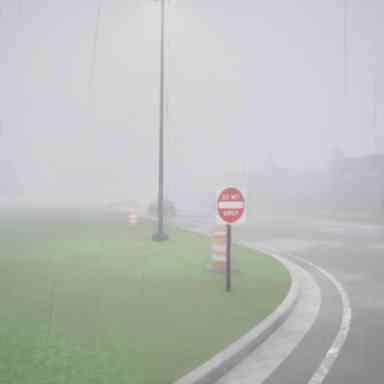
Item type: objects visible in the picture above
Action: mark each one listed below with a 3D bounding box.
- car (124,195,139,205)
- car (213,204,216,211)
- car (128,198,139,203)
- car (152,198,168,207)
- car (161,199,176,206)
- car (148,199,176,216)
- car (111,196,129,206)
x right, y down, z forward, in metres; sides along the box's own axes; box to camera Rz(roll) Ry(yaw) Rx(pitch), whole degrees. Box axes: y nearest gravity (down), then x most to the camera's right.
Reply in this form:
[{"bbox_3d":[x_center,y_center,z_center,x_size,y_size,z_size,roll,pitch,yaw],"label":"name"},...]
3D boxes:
[{"bbox_3d":[-12.363,1.902,68.950,1.882,1.535,5.008,1,0,-21],"label":"car"},{"bbox_3d":[4.473,1.876,45.166,2.128,1.511,4.902,1,0,-21],"label":"car"},{"bbox_3d":[-15.083,2.124,85.641,1.895,1.301,4.718,1,0,-21],"label":"car"},{"bbox_3d":[-5.988,1.952,62.188,1.812,1.442,4.674,1,0,-21],"label":"car"},{"bbox_3d":[-4.921,2.091,69.389,1.895,1.301,4.718,1,0,-21],"label":"car"},{"bbox_3d":[-3.312,1.601,36.210,2.097,1.767,4.553,1,0,-21],"label":"car"},{"bbox_3d":[-13.613,1.891,62.769,1.812,1.442,4.674,1,-1,-21],"label":"car"}]
